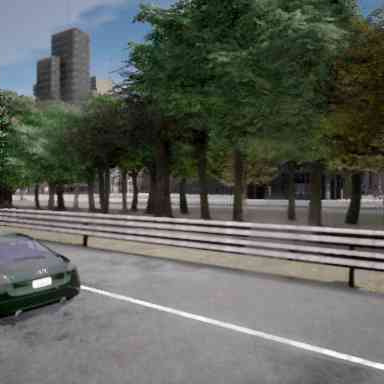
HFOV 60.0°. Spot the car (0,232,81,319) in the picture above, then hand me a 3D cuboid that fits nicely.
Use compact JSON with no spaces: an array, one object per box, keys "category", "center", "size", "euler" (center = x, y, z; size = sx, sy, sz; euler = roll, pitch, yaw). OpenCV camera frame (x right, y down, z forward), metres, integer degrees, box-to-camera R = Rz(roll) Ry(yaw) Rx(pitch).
[{"category":"car","center":[-4.268,1.560,7.003],"size":[4.181,1.385,1.994],"euler":[0,0,35]}]
